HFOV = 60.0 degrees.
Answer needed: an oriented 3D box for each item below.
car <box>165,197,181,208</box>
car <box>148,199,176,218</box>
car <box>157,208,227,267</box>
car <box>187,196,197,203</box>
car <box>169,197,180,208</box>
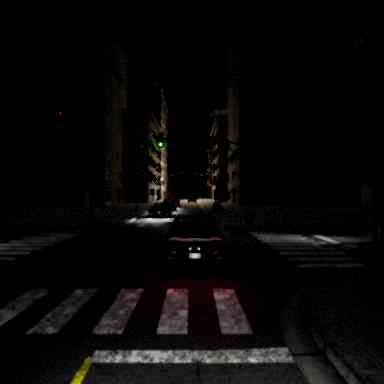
[{"bbox_3d":[-2.803,1.555,51.260,2.128,1.511,4.902,0,0,1],"label":"car"},{"bbox_3d":[-2.847,1.609,30.766,1.994,1.385,4.181,0,0,1],"label":"car"},{"bbox_3d":[0.089,1.514,11.467,2.128,1.511,4.902,0,0,0],"label":"car"},{"bbox_3d":[0.011,1.611,70.742,1.812,1.442,4.674,0,0,0],"label":"car"},{"bbox_3d":[-2.837,1.579,40.835,1.812,1.442,4.674,0,0,0],"label":"car"}]
